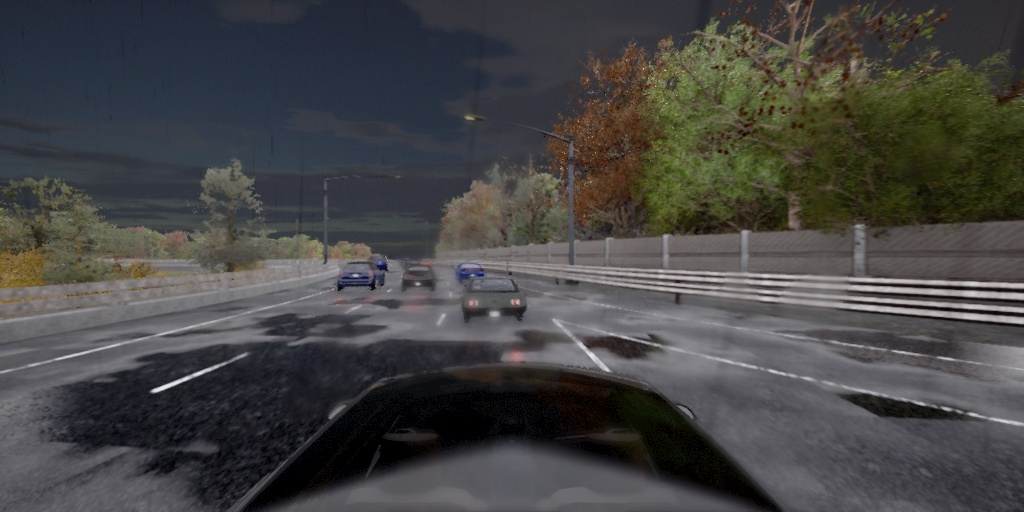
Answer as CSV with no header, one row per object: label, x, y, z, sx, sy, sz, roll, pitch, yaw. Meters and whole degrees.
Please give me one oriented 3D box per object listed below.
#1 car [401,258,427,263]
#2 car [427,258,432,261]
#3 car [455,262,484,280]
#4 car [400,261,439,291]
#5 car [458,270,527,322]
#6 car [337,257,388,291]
car,-11.973,1.271,43.050,2.128,1.511,4.902,0,0,-22
car,-13.139,1.133,53.597,2.097,1.767,4.553,0,0,-26
car,-3.383,1.232,28.087,1.882,1.535,5.008,0,0,-14
car,-5.610,1.269,21.998,1.837,1.490,4.892,0,0,-11
car,-0.713,1.351,12.342,1.895,1.301,4.718,0,0,-6
car,-9.282,1.128,22.404,2.097,1.767,4.553,0,0,-11
